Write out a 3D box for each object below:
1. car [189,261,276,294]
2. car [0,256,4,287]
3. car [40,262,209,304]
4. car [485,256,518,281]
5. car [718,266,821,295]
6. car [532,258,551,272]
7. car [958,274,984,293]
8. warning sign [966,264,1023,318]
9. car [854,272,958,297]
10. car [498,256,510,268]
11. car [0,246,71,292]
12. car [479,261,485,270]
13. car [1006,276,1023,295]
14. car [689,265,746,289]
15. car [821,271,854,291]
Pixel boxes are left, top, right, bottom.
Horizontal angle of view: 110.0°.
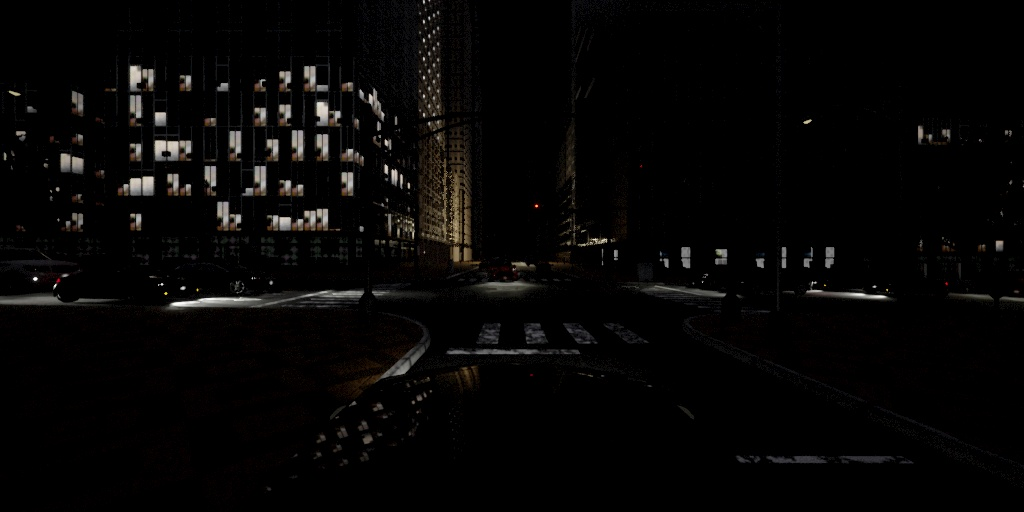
[{"bbox_3d":[-14.246,1.004,17.443,4.902,1.511,2.128,1,0,-3],"label":"car"},{"bbox_3d":[-23.691,0.832,13.773,4.902,1.511,2.128,1,0,-3],"label":"car"},{"bbox_3d":[-15.044,1.063,14.147,4.181,1.385,1.994,1,0,-2],"label":"car"},{"bbox_3d":[-0.833,1.121,29.785,2.097,1.767,4.553,0,0,-8],"label":"car"},{"bbox_3d":[15.856,1.564,22.211,4.892,1.490,1.837,1,0,-4],"label":"car"},{"bbox_3d":[4.053,1.328,46.644,1.948,1.339,4.313,0,0,0],"label":"car"},{"bbox_3d":[33.780,1.980,26.229,4.718,1.301,1.895,1,0,-3],"label":"car"},{"bbox_3d":[17.306,1.204,12.804,1.060,1.860,1.300,0,0,-2],"label":"warning sign"},{"bbox_3d":[24.723,1.782,22.588,4.181,1.385,1.994,1,0,-3],"label":"car"},{"bbox_3d":[-1.400,0.976,64.470,2.150,2.045,5.566,0,0,0],"label":"car"},{"bbox_3d":[-24.086,0.553,17.005,5.566,2.045,2.150,1,0,-2],"label":"car"},{"bbox_3d":[-3.885,1.342,52.159,1.802,1.307,4.207,0,0,0],"label":"car"},{"bbox_3d":[34.486,1.745,23.005,4.553,1.767,2.097,1,0,-2],"label":"car"},{"bbox_3d":[15.064,1.396,25.418,4.553,1.767,2.097,1,0,-3],"label":"car"},{"bbox_3d":[23.686,1.762,25.810,4.181,1.385,1.994,1,0,-5],"label":"car"}]
